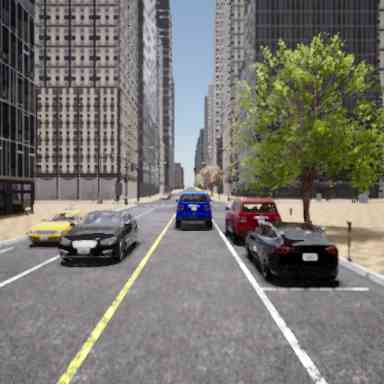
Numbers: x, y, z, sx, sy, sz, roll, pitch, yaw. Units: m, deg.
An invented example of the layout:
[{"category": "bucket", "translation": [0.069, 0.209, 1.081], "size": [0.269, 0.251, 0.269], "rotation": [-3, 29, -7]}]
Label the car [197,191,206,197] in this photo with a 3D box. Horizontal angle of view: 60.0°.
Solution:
[{"category": "car", "translation": [2.676, 0.544, 93.229], "size": [2.192, 1.841, 5.009], "rotation": [0, 1, 0]}]

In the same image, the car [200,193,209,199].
[{"category": "car", "translation": [2.777, 0.946, 76.209], "size": [2.008, 1.369, 4.403], "rotation": [0, 1, 0]}]

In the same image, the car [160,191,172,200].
[{"category": "car", "translation": [-5.831, 0.975, 70.360], "size": [1.752, 1.417, 4.829], "rotation": [0, 1, 0]}]

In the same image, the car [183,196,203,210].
[{"category": "car", "translation": [0.091, 1.209, 38.892], "size": [2.128, 1.511, 4.902], "rotation": [0, 0, 0]}]

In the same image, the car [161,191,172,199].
[{"category": "car", "translation": [-5.801, 0.711, 76.207], "size": [2.192, 1.841, 5.009], "rotation": [0, 1, 0]}]

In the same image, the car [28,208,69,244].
[{"category": "car", "translation": [-5.690, 1.423, 15.177], "size": [1.752, 1.417, 4.829], "rotation": [0, 0, 0]}]

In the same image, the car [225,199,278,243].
[{"category": "car", "translation": [2.691, 1.212, 15.346], "size": [2.192, 1.841, 5.009], "rotation": [0, 0, 0]}]

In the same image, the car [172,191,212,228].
[{"category": "car", "translation": [0.102, 1.067, 21.316], "size": [2.150, 2.045, 5.566], "rotation": [0, -1, 0]}]

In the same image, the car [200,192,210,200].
[{"category": "car", "translation": [2.809, 0.889, 70.530], "size": [1.967, 1.590, 4.097], "rotation": [0, 1, 0]}]

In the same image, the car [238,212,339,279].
[{"category": "car", "translation": [2.691, 1.502, 9.652], "size": [1.947, 1.339, 4.313], "rotation": [0, 0, 0]}]

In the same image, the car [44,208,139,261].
[{"category": "car", "translation": [-3.102, 1.411, 11.982], "size": [2.128, 1.511, 4.902], "rotation": [0, 0, 0]}]
